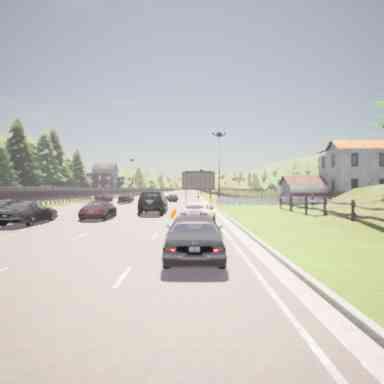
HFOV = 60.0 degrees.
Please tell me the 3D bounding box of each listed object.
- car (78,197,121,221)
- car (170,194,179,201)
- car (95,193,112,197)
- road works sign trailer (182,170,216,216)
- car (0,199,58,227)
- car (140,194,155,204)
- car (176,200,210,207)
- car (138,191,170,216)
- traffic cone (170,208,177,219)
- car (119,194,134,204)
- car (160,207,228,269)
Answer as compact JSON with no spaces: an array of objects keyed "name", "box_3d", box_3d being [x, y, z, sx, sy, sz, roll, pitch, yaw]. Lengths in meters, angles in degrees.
[{"name":"car","box_3d":[-6.938,1.339,24.832,1.994,1.385,4.181,0,1,0]},{"name":"car","box_3d":[-3.491,1.022,59.797,1.994,1.385,4.181,0,1,0]},{"name":"car","box_3d":[-13.980,0.875,52.616,2.097,1.767,4.553,0,0,0]},{"name":"road works sign trailer","box_3d":[0.451,0.246,23.978,2.380,3.560,2.880,0,1,-2]},{"name":"car","box_3d":[-10.434,1.355,21.159,2.033,1.411,5.357,0,1,0]},{"name":"car","box_3d":[-6.981,1.051,52.330,1.812,1.442,4.674,0,1,0]},{"name":"car","box_3d":[0.334,1.357,20.376,1.812,1.442,4.674,0,-1,7]},{"name":"car","box_3d":[-3.446,0.954,29.645,2.150,2.045,5.566,0,1,0]},{"name":"traffic cone","box_3d":[-1.527,1.727,25.129,0.340,0.580,0.340,0,1,0]},{"name":"car","box_3d":[-10.481,1.027,52.833,1.837,1.490,4.892,0,1,0]},{"name":"car","box_3d":[0.081,1.449,10.774,2.033,1.411,5.357,0,1,0]}]
